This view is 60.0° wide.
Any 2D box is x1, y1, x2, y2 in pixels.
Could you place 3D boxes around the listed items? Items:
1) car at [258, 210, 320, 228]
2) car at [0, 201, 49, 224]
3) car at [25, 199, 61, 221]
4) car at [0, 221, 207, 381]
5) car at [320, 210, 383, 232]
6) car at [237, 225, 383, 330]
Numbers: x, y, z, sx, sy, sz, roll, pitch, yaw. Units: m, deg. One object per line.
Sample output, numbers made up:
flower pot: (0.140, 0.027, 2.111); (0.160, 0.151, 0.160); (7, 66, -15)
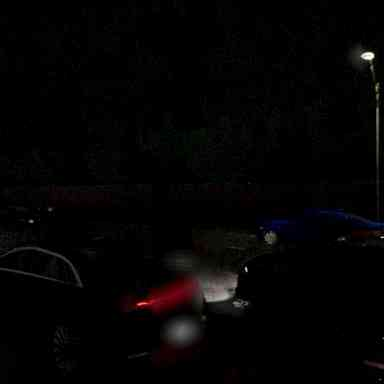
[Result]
car: (5.057, 1.475, 13.284); (5.008, 1.535, 1.882); (0, 0, 36)
car: (-11.170, 1.511, 20.561); (4.674, 1.442, 1.812); (0, 0, 36)
car: (-12.091, 1.334, 25.517); (4.553, 1.767, 2.097); (0, 0, 35)
car: (-2.089, 1.489, 5.484); (4.902, 1.511, 2.128); (0, 0, 36)
car: (5.926, 1.352, 8.363); (4.553, 1.767, 2.097); (0, 0, 36)
car: (2.959, 1.563, 6.181); (4.181, 1.385, 1.994); (0, 0, 36)
